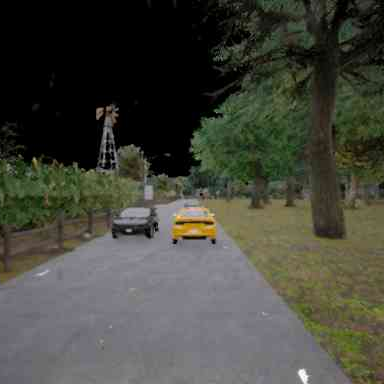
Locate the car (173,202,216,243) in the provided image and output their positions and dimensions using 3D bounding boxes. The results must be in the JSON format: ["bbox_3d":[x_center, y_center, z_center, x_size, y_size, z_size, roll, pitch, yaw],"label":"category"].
[{"bbox_3d":[0.100,1.471,16.164,1.882,1.535,5.008,0,0,0],"label":"car"}]

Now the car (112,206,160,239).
[{"bbox_3d":[-2.803,1.471,17.383,1.882,1.535,5.008,0,0,0],"label":"car"}]
